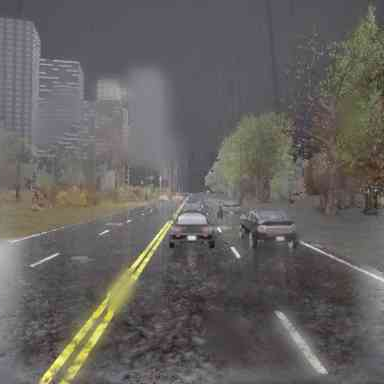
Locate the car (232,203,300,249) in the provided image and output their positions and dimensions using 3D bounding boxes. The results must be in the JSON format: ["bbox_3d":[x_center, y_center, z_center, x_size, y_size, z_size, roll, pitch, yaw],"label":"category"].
[{"bbox_3d":[3.241,1.493,14.657,2.128,1.511,4.902,-1,0,0],"label":"car"}]

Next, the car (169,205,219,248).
[{"bbox_3d":[0.000,1.537,14.657,1.812,1.442,4.674,0,0,0],"label":"car"}]

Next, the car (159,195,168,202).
[{"bbox_3d":[-6.500,1.372,76.007,1.882,1.535,5.008,0,0,0],"label":"car"}]

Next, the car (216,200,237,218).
[{"bbox_3d":[3.235,1.477,29.666,2.128,1.511,4.902,-1,0,0],"label":"car"}]

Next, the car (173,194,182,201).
[{"bbox_3d":[-3.250,1.249,76.037,2.097,1.767,4.553,0,0,0],"label":"car"}]

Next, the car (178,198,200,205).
[{"bbox_3d":[0.000,1.560,29.664,2.033,1.411,5.357,0,0,0],"label":"car"}]
